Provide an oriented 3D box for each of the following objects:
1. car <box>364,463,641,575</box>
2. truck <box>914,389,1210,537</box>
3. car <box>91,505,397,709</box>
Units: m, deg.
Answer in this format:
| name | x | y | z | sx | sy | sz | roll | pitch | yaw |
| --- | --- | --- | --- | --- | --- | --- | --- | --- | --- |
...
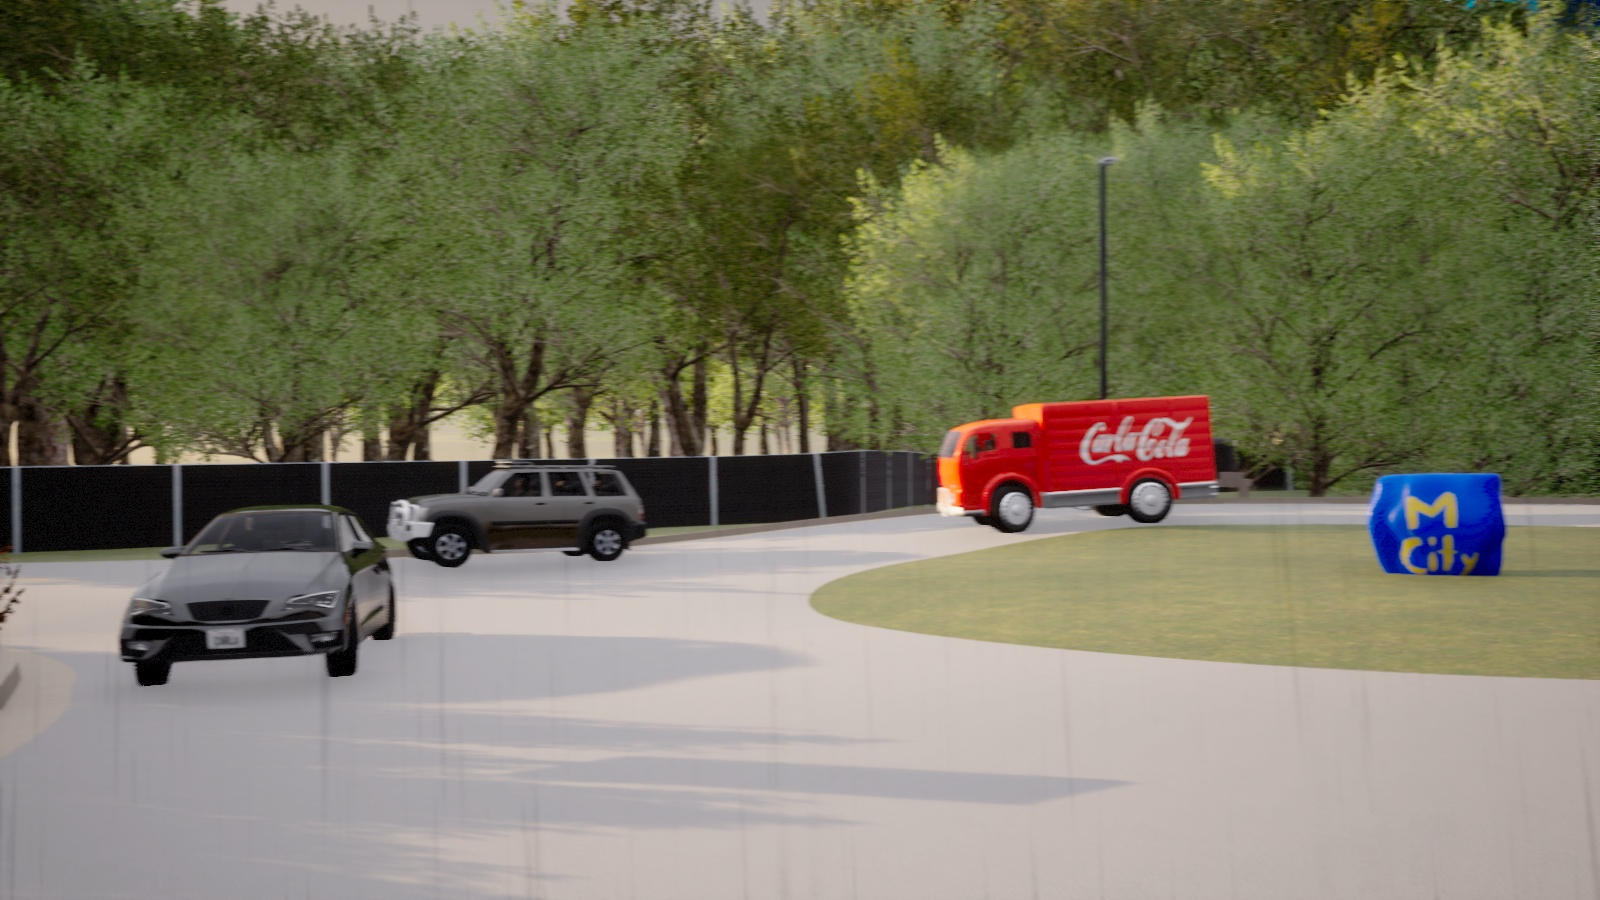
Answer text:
| name | x | y | z | sx | sy | sz | roll | pitch | yaw |
| --- | --- | --- | --- | --- | --- | --- | --- | --- | --- |
| car | -5.451 | 1.186 | 23.158 | 4.605 | 1.855 | 1.932 | 0 | 0 | -30 |
| truck | 5.205 | 0.227 | 25.526 | 5.204 | 2.467 | 2.627 | -4 | 1 | -6 |
| car | -4.989 | 1.300 | 11.877 | 1.816 | 1.474 | 4.193 | -1 | -2 | -12 |
